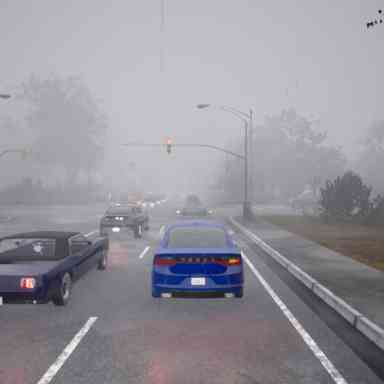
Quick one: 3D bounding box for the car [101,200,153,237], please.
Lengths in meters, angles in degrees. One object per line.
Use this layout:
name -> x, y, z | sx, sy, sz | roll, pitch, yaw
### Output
car -> -3.373, 1.402, 17.194 | 1.837, 1.490, 4.892 | 0, 0, 0

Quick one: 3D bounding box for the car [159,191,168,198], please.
car -> -7.299, 0.571, 84.477 | 2.097, 1.767, 4.553 | 0, 1, -3

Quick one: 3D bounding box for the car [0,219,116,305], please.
car -> -3.387, 1.573, 7.942 | 1.895, 1.301, 4.718 | 0, 0, 0

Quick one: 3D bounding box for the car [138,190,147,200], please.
car -> -10.461, 0.709, 63.383 | 2.150, 2.045, 5.566 | 0, 1, 0

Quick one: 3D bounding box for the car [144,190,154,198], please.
car -> -10.789, 0.445, 84.178 | 2.150, 2.045, 5.566 | 0, 1, -3

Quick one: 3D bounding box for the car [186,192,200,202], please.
car -> 0.154, 1.079, 54.422 | 1.837, 1.490, 4.892 | -2, 1, 0

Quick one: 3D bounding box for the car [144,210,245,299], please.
car -> 0.114, 1.446, 8.488 | 1.882, 1.535, 5.008 | 0, 0, 0

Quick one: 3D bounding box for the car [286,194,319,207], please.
car -> 14.448, 1.025, 42.783 | 4.553, 1.767, 2.097 | 0, 1, -3

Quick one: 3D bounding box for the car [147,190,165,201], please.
car -> -6.963, 0.956, 64.218 | 1.882, 1.535, 5.008 | 0, 1, 0

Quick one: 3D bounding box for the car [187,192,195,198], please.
car -> -0.280, 0.747, 84.196 | 1.812, 1.442, 4.674 | 0, 1, -3

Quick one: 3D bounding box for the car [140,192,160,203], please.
car -> -7.005, 1.127, 55.409 | 1.994, 1.385, 4.181 | 0, 1, 0

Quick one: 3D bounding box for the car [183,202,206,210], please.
car -> 0.127, 1.459, 17.470 | 1.994, 1.385, 4.181 | 0, 0, 0

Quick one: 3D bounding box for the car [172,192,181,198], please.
car -> -3.854, 0.741, 85.559 | 2.033, 1.411, 5.357 | 0, 1, -4

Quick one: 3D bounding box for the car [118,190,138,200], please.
car -> -10.534, 0.930, 53.800 | 2.097, 1.767, 4.553 | 0, 0, 1

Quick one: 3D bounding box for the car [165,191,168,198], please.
car -> -6.982, 0.957, 74.243 | 1.895, 1.301, 4.718 | 0, 1, -1
